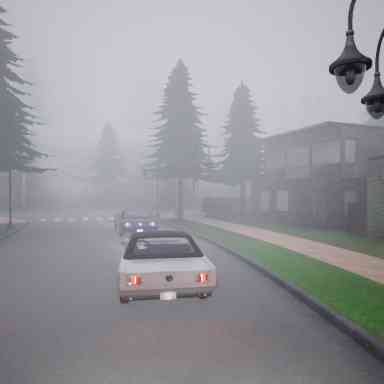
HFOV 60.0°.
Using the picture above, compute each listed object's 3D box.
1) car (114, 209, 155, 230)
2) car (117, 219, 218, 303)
[{"bbox_3d":[-3.203,1.601,18.288,1.895,1.301,4.718,0,0,-18],"label":"car"},{"bbox_3d":[-0.809,1.601,8.239,1.895,1.301,4.718,0,0,-10],"label":"car"}]
